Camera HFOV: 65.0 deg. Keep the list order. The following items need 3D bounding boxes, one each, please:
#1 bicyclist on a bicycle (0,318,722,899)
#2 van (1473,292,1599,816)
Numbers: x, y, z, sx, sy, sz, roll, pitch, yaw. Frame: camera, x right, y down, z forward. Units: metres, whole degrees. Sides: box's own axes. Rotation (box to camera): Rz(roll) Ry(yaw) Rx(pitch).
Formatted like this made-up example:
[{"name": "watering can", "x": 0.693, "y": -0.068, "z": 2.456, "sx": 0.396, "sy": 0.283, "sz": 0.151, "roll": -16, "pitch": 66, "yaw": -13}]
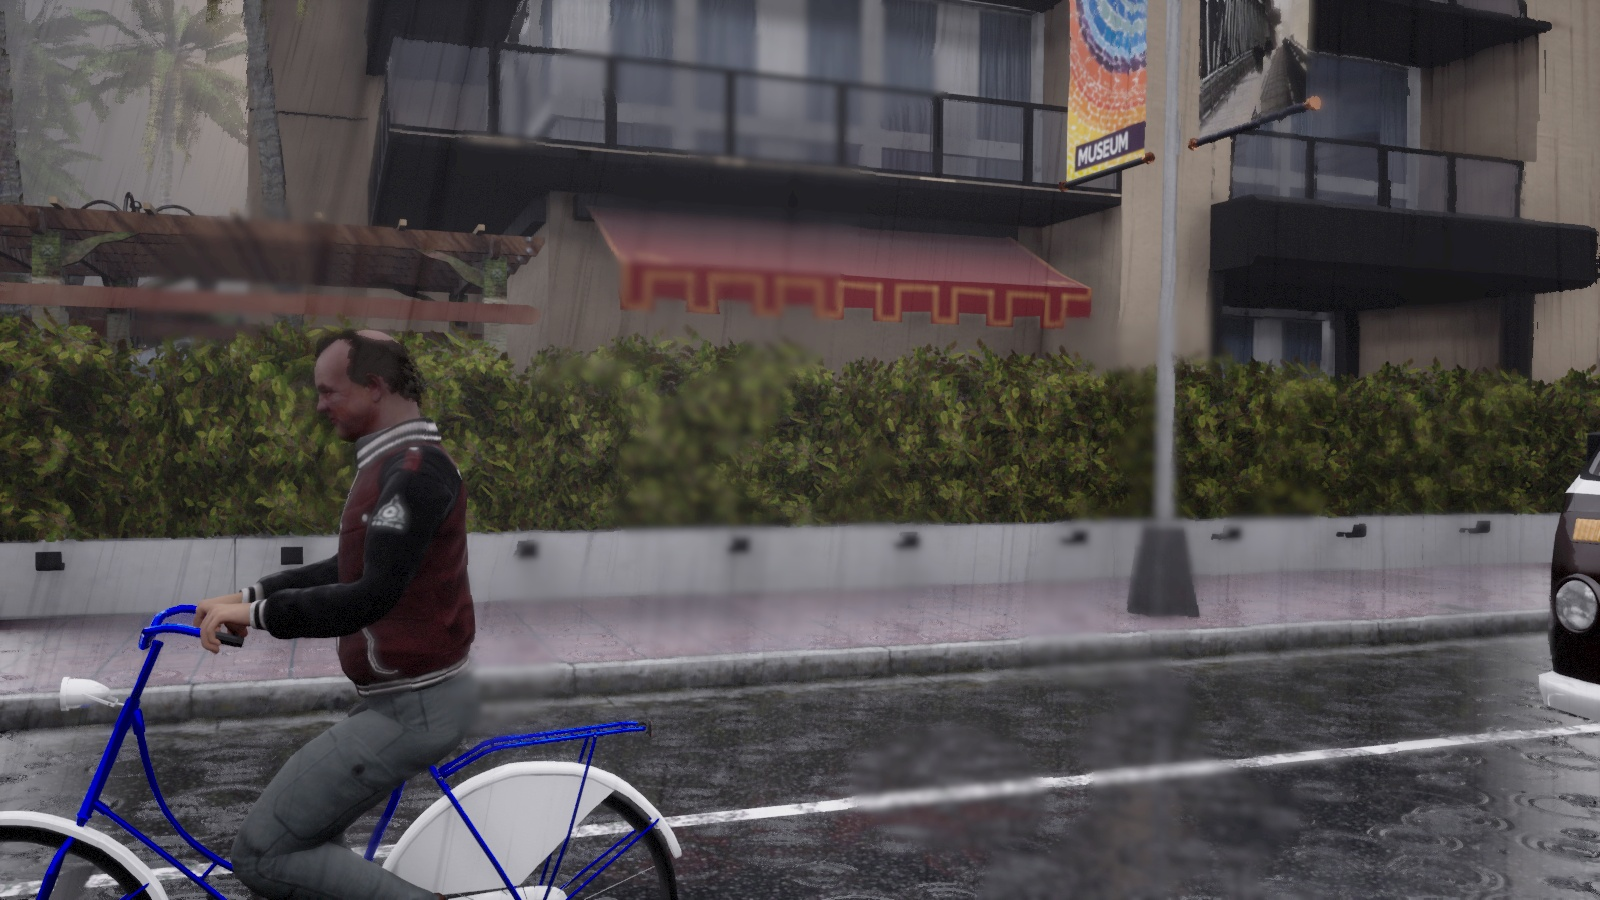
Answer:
[{"name": "bicyclist on a bicycle", "x": -1.157, "y": 0.636, "z": 2.793, "sx": 1.843, "sy": 1.776, "sz": 0.659, "roll": -1, "pitch": 1, "yaw": -21}, {"name": "van", "x": 5.368, "y": 0.378, "z": 5.225, "sx": 4.480, "sy": 2.038, "sz": 2.069, "roll": -1, "pitch": 1, "yaw": -20}]
